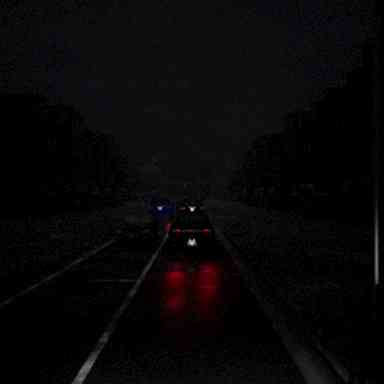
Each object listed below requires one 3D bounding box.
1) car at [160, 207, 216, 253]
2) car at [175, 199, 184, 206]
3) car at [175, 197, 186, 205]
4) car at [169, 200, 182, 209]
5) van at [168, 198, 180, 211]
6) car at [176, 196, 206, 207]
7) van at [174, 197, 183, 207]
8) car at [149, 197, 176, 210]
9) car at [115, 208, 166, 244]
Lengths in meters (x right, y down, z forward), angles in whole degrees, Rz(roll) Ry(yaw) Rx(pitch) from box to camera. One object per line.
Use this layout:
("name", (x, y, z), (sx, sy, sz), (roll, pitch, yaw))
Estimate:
("car", (0.008, 1.626, 14.293), (2.128, 1.511, 4.902), (0, 0, 0))
("car", (-2.619, 2.238, 71.035), (1.887, 1.381, 4.507), (0, -1, 0))
("car", (-2.619, 2.065, 76.471), (2.192, 1.841, 5.009), (0, -1, 0))
("car", (-2.624, 2.092, 54.734), (1.947, 1.339, 4.313), (0, -1, 0))
("van", (-2.627, 1.812, 49.303), (1.690, 1.788, 3.998), (0, -1, 0))
("car", (0.010, 1.489, 29.025), (2.150, 2.045, 5.566), (0, 0, 0))
("van", (-2.622, 1.978, 65.604), (1.690, 1.788, 3.998), (0, -1, 0))
("car", (-2.741, 1.518, 31.188), (2.150, 2.045, 5.566), (0, -1, 0))
("car", (-2.637, 1.707, 16.699), (2.008, 1.369, 4.403), (0, -1, 0))
